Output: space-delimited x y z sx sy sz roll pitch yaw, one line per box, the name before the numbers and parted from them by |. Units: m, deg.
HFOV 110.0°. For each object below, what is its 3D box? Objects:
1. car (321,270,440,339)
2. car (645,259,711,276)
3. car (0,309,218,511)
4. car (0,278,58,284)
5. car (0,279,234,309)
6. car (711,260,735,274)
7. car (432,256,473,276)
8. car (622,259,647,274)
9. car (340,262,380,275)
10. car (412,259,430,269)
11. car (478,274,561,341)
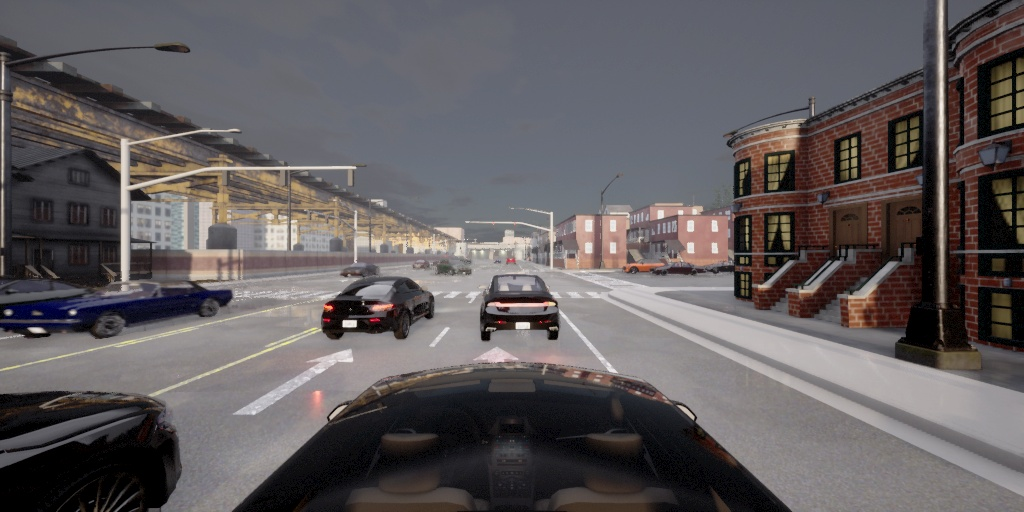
car | -3.450 1.276 9.935 1.812 1.442 4.674 0 0 0
car | 16.899 1.297 36.715 5.357 1.411 2.033 0 0 0
car | -3.395 1.242 0.668 2.128 1.511 4.902 0 0 0
car | -14.123 1.314 9.888 1.994 1.385 4.181 0 0 0
car | -10.623 1.351 10.219 1.895 1.301 4.718 0 0 0
car | 23.890 1.241 40.226 4.902 1.511 2.128 0 0 0
car | -5.981 1.102 36.525 2.097 1.767 4.553 0 0 -37
car | 14.743 1.102 40.198 4.553 1.767 2.097 0 0 0
car | -14.190 1.297 33.887 2.033 1.411 5.357 0 0 0
car | -14.238 1.276 56.390 1.812 1.442 4.674 0 0 0
car | 0.092 1.242 9.902 2.128 1.511 4.902 0 0 -3
